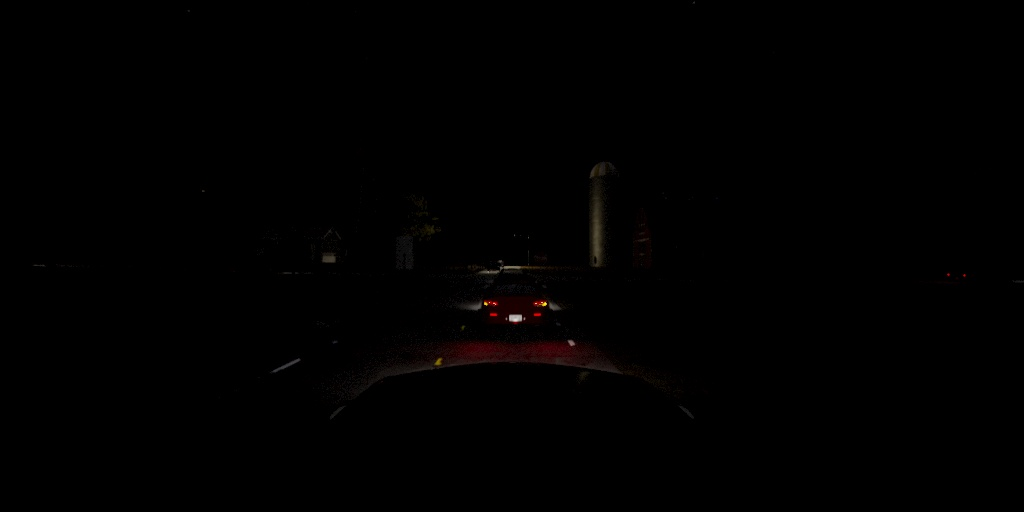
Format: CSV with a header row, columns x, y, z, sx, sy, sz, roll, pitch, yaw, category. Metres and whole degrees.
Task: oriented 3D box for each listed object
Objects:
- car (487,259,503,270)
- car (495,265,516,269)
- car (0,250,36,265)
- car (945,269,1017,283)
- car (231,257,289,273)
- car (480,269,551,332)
x,y,z,sx,sy,sz,roll,pitch,yaw,category
-2.800,1.543,54.687,1.882,1.535,5.008,0,-1,0,car
-0.004,1.429,22.843,1.895,1.301,4.718,0,0,-2,car
-49.009,0.125,34.119,5.357,1.411,2.033,2,0,0,car
44.839,1.868,34.315,4.718,1.301,1.895,0,0,0,car
-23.921,0.824,34.103,4.892,1.490,1.837,2,0,0,car
0.096,1.301,10.784,1.812,1.442,4.674,0,0,0,car
